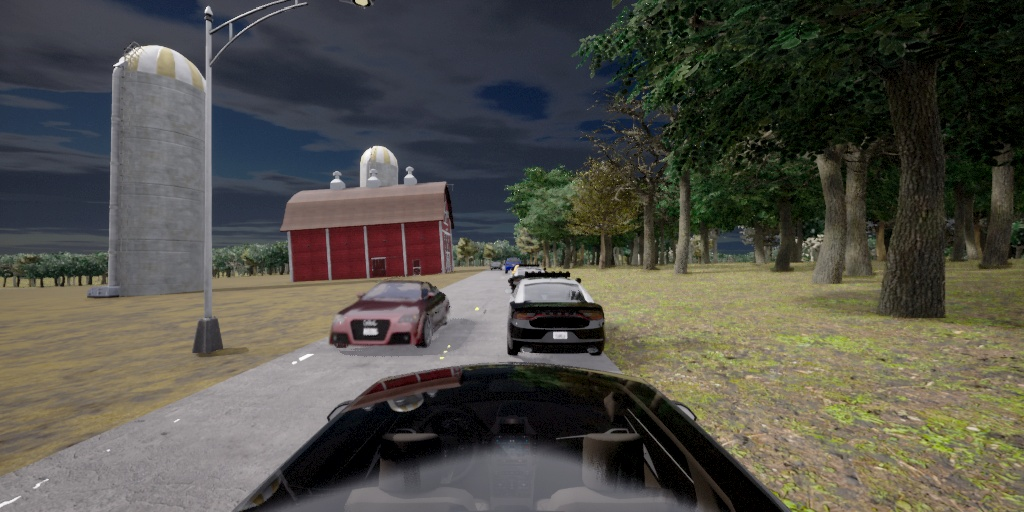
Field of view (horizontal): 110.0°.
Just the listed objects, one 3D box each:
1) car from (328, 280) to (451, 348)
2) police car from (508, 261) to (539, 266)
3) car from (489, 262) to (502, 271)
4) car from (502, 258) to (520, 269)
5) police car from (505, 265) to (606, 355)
[{"bbox_3d":[-2.823,1.328,9.149,1.994,1.385,4.181,0,0,0],"label":"car"},{"bbox_3d":[0.889,1.234,18.836,1.930,1.638,5.238,0,0,0],"label":"police car"},{"bbox_3d":[-2.536,1.667,58.042,1.837,1.490,4.892,0,-1,0],"label":"car"},{"bbox_3d":[0.211,1.274,47.313,2.150,2.045,5.566,0,-1,0],"label":"car"},{"bbox_3d":[0.852,1.189,8.833,1.930,1.638,5.238,0,0,0],"label":"police car"}]
